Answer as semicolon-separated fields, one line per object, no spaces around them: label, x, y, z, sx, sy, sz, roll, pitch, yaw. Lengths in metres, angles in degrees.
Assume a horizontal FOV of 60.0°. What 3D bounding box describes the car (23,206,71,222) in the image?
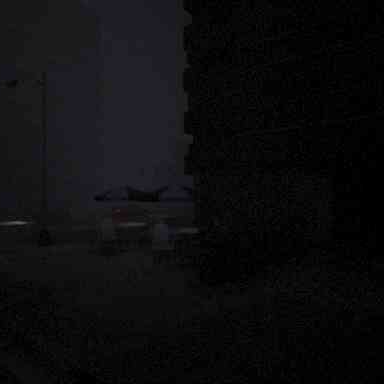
car;-13.794;2.038;31.783;1.994;1.385;4.181;-1;-1;40

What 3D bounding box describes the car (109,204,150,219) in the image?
car;-6.472;1.976;34.845;1.812;1.442;4.674;-1;-1;40
